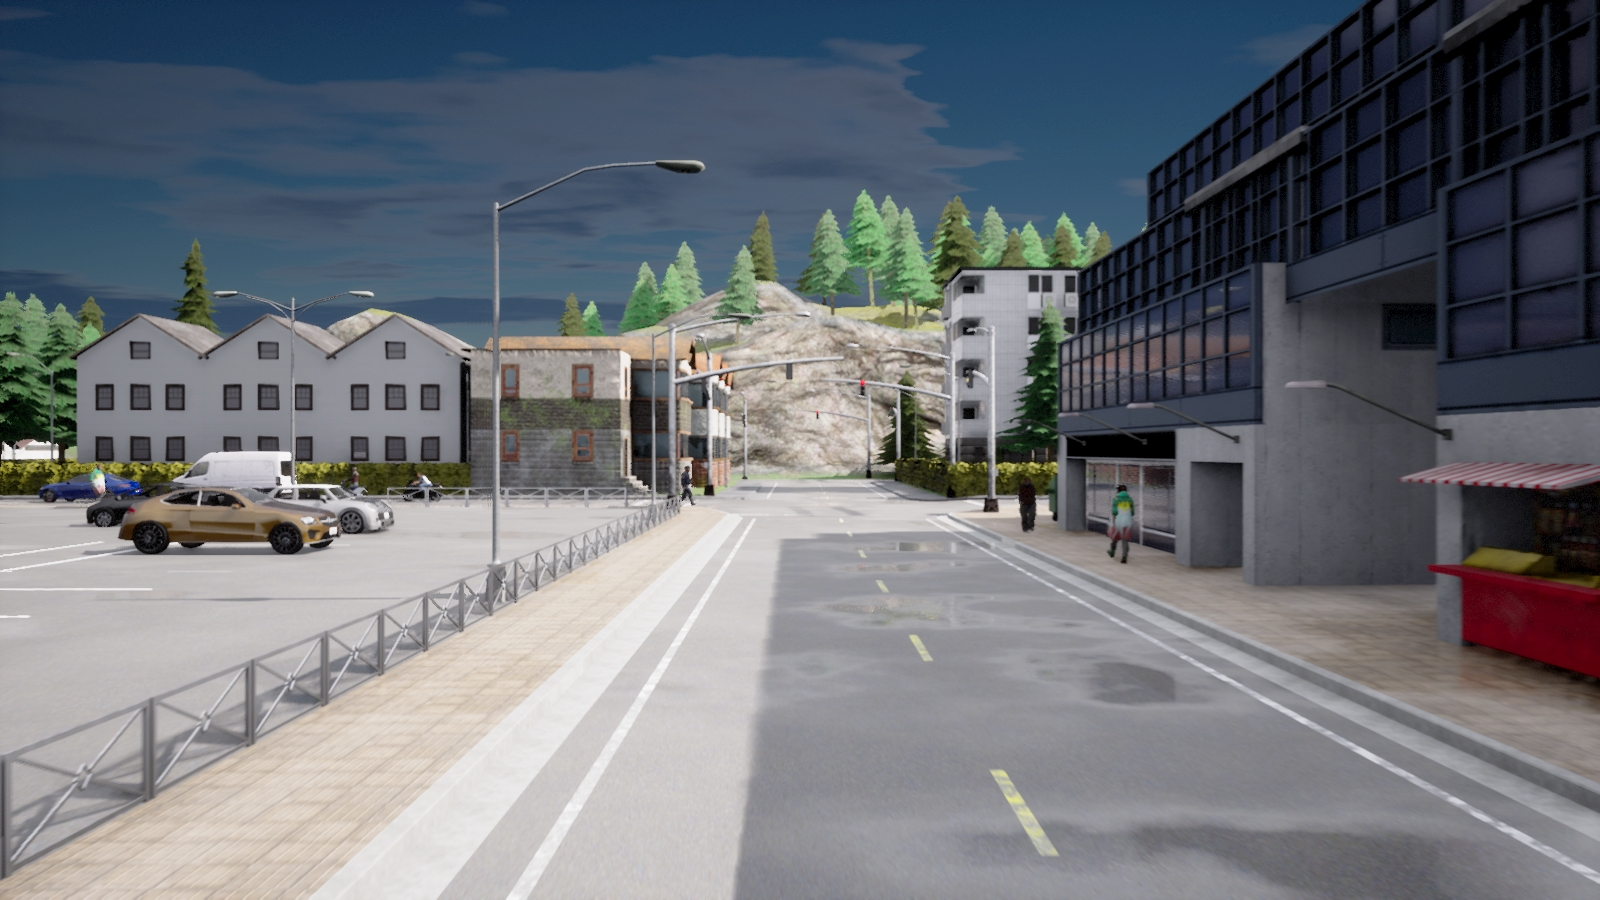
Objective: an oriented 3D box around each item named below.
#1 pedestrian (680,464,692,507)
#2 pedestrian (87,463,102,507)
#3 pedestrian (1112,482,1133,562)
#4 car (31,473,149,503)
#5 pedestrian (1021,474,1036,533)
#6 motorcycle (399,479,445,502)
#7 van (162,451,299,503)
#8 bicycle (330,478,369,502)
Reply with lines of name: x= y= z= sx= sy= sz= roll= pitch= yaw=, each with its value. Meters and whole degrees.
pedestrian: x=-4.952 y=1.526 z=49.691 sx=0.375 sy=1.860 sz=0.375 roll=0 pitch=0 yaw=20
pedestrian: x=-30.212 y=1.509 z=48.943 sx=0.375 sy=1.860 sz=0.375 roll=0 pitch=0 yaw=9
pedestrian: x=7.564 y=1.680 z=26.809 sx=0.375 sy=1.860 sz=0.375 roll=0 pitch=0 yaw=-4
car: x=-35.791 y=1.895 z=57.670 sx=4.674 sy=1.442 sz=2.002 roll=0 pitch=0 yaw=0
pedestrian: x=7.200 y=1.683 z=36.068 sx=0.375 sy=1.860 sz=0.375 roll=0 pitch=0 yaw=-5
motorcycle: x=-19.068 y=2.027 z=57.661 sx=2.033 sy=1.145 sz=0.803 roll=0 pitch=0 yaw=0
van: x=-28.689 y=1.349 z=57.651 sx=5.915 sy=2.561 sz=1.988 roll=0 pitch=0 yaw=0
bicycle: x=-22.761 y=2.024 z=57.709 sx=1.835 sy=1.171 sz=0.329 roll=0 pitch=0 yaw=0
